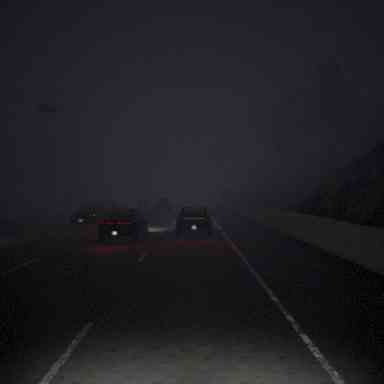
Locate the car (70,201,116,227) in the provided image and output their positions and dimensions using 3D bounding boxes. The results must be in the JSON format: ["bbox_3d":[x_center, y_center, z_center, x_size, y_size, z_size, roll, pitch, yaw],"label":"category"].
[{"bbox_3d":[-6.890,1.577,22.913,1.812,1.442,4.674,0,0,0],"label":"car"}]

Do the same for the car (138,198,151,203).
[{"bbox_3d":[-6.886,1.637,49.023,1.812,1.442,4.674,0,0,0],"label":"car"}]

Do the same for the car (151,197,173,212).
[{"bbox_3d":[-3.393,1.444,40.871,2.097,1.767,4.553,0,0,0],"label":"car"}]

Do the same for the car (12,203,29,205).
[{"bbox_3d":[-24.528,1.675,49.966,1.994,1.385,4.181,0,0,1],"label":"car"}]

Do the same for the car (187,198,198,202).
[{"bbox_3d":[0.128,1.694,57.157,1.994,1.385,4.181,0,0,0],"label":"car"}]

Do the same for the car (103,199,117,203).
[{"bbox_3d":[-10.391,1.642,41.800,2.033,1.411,5.357,0,0,0],"label":"car"}]

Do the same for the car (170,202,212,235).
[{"bbox_3d":[0.106,1.535,18.914,2.128,1.511,4.902,0,0,0],"label":"car"}]

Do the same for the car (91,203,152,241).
[{"bbox_3d":[-3.396,1.545,17.009,1.837,1.490,4.892,0,0,0],"label":"car"}]
